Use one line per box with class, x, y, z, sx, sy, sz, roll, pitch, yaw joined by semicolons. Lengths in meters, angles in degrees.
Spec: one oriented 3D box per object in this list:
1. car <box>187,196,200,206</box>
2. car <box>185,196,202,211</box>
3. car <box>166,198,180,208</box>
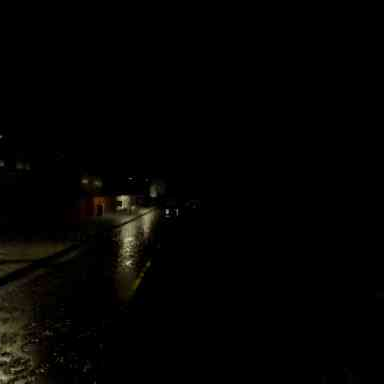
car;0.231;1.445;55.069;2.128;1.511;4.902;0;0;0
car;0.198;1.491;40.515;1.812;1.442;4.674;0;0;-1
car;-2.675;1.561;47.388;1.895;1.301;4.718;0;0;1
